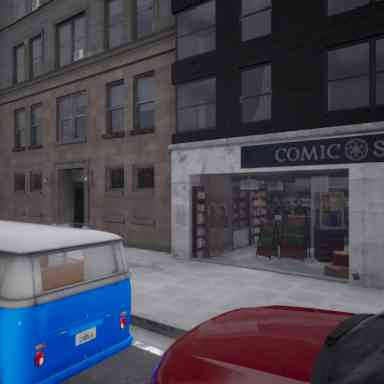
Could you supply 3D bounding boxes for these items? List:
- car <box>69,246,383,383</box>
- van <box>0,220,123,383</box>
[{"bbox_3d":[1.955,1.315,1.415,5.009,1.841,2.192,0,0,36],"label":"car"},{"bbox_3d":[-2.665,1.341,4.718,3.998,1.788,1.690,0,0,36],"label":"van"}]
